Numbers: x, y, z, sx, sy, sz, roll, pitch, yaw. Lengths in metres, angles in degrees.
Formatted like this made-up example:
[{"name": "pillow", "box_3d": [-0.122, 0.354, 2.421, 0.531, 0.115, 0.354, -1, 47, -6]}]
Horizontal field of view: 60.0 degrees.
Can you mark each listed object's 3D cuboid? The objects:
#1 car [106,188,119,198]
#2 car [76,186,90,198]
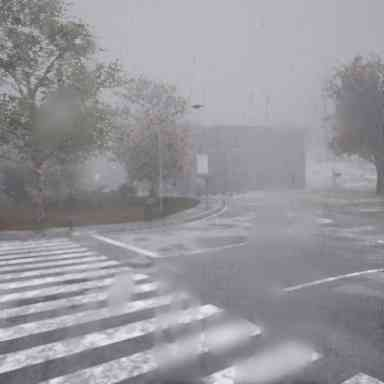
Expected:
[{"name": "car", "box_3d": [-12.728, 0.198, 50.890, 2.231, 1.521, 4.892, -1, 2, 16]}, {"name": "car", "box_3d": [-15.146, -0.014, 52.604, 2.435, 2.045, 5.566, -1, 2, 16]}]
